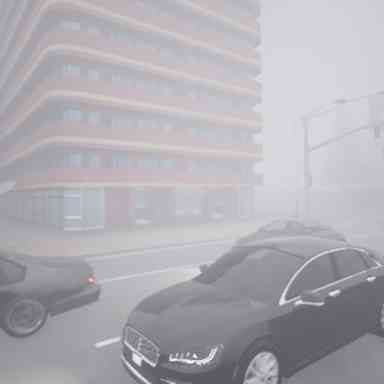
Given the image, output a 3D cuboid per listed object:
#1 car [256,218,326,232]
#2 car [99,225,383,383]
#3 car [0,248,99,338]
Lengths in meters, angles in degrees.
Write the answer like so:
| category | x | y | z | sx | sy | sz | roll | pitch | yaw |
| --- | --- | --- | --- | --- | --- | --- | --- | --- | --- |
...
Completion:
| category | x | y | z | sx | sy | sz | roll | pitch | yaw |
| --- | --- | --- | --- | --- | --- | --- | --- | --- | --- |
| car | 3.218 | 1.574 | 10.732 | 4.181 | 1.385 | 1.994 | -1 | 0 | -37 |
| car | 1.361 | 1.514 | 4.998 | 4.892 | 1.490 | 1.837 | -1 | 0 | -36 |
| car | -4.235 | 1.644 | 5.256 | 5.357 | 1.411 | 2.033 | -1 | 0 | -35 |
